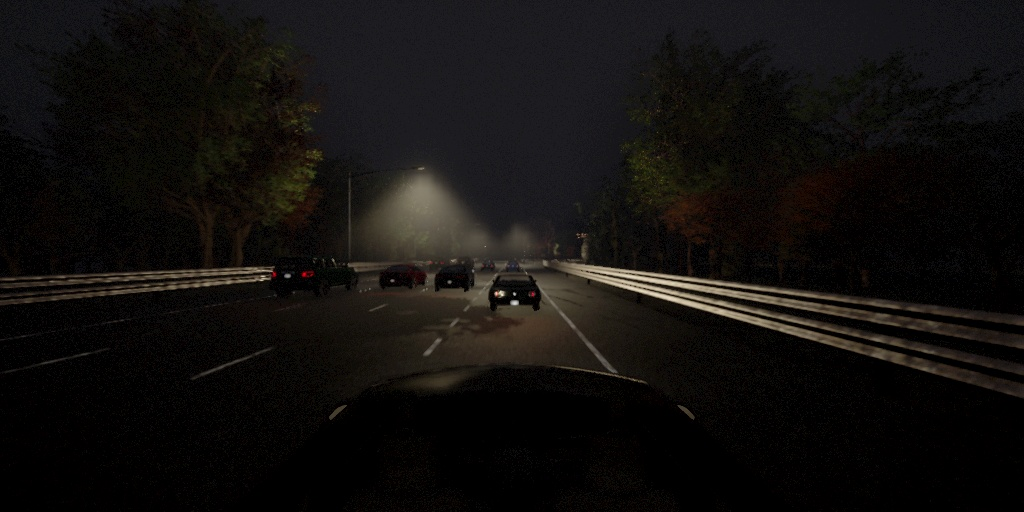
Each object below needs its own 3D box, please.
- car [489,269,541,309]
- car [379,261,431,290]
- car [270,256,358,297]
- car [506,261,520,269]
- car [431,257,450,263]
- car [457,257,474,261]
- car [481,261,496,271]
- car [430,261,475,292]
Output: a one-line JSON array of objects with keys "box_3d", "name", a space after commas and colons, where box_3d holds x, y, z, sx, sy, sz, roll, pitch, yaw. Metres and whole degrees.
[{"box_3d": [0.101, 1.384, 14.947, 1.895, 1.301, 4.718, 0, 0, 0], "name": "car"}, {"box_3d": [-6.896, 1.281, 23.141, 1.882, 1.535, 5.008, 0, 0, 0], "name": "car"}, {"box_3d": [-10.398, 1.017, 19.303, 2.150, 2.045, 5.566, 0, 0, 0], "name": "car"}, {"box_3d": [0.154, 1.424, 51.350, 2.033, 1.411, 5.357, 0, 0, 1], "name": "car"}, {"box_3d": [-10.393, 1.100, 51.992, 2.150, 2.045, 5.566, 0, 0, 0], "name": "car"}, {"box_3d": [-6.891, 1.103, 53.009, 2.150, 2.045, 5.566, 0, 0, 0], "name": "car"}, {"box_3d": [-3.392, 1.425, 51.581, 2.033, 1.411, 5.357, 0, 0, 0], "name": "car"}, {"box_3d": [-3.397, 1.278, 21.993, 1.882, 1.535, 5.008, 0, 0, 0], "name": "car"}]
